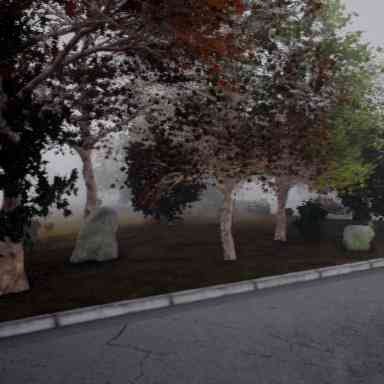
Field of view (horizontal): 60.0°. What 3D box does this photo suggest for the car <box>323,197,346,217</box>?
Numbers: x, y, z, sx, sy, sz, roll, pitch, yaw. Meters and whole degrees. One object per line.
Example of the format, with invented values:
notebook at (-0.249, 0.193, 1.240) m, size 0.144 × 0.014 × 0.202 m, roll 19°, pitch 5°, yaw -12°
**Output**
car at (11.807, 1.174, 27.764) m, size 1.837 × 1.490 × 4.892 m, roll -4°, pitch 1°, yaw -31°
